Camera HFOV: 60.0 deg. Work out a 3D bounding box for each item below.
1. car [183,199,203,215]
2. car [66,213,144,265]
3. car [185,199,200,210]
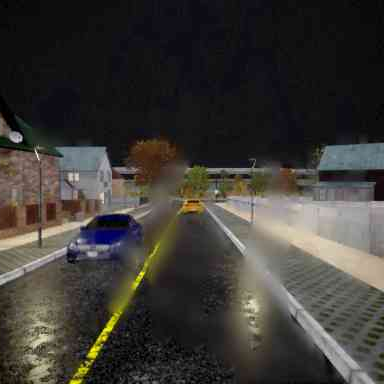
[{"bbox_3d":[0.123,1.471,33.966,1.882,1.535,5.008,0,0,0],"label":"car"},{"bbox_3d":[-2.842,1.520,11.821,1.812,1.442,4.674,0,0,0],"label":"car"},{"bbox_3d":[0.129,1.602,44.500,1.895,1.301,4.718,0,0,0],"label":"car"}]
